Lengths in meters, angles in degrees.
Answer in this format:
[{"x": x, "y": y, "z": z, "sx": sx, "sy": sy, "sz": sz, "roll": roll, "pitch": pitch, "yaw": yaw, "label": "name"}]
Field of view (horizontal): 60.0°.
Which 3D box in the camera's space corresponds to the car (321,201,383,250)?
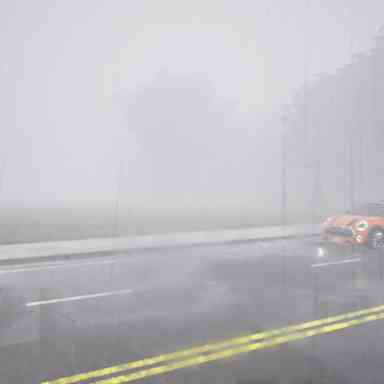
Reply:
[{"x": 7.407, "y": 1.169, "z": 13.268, "sx": 4.553, "sy": 1.767, "sz": 2.097, "roll": -1, "pitch": 1, "yaw": -24, "label": "car"}]
